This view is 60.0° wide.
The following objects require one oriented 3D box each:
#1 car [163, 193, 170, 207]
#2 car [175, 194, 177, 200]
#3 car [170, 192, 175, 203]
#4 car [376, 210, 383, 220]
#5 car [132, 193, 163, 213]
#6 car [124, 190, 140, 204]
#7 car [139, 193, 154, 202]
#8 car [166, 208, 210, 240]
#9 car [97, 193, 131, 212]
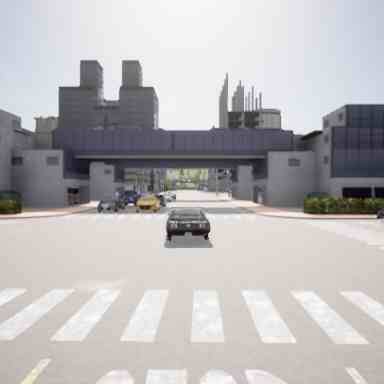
[{"bbox_3d":[-4.245,1.050,41.971,1.837,1.490,4.892,0,1,0],"label":"car"},{"bbox_3d":[-4.150,0.796,68.601,2.033,1.411,5.357,0,1,0],"label":"car"},{"bbox_3d":[-4.220,0.946,53.130,1.812,1.442,4.674,0,1,1],"label":"car"},{"bbox_3d":[14.983,1.323,21.416,5.357,1.411,2.033,0,1,2],"label":"car"},{"bbox_3d":[-4.246,1.128,32.537,1.882,1.535,5.008,0,1,0],"label":"car"},{"bbox_3d":[-7.744,0.762,42.417,2.150,2.045,5.566,0,1,0],"label":"car"},{"bbox_3d":[-7.686,0.905,56.780,1.812,1.442,4.674,0,1,0],"label":"car"},{"bbox_3d":[-0.251,1.435,16.085,1.895,1.301,4.718,0,1,-2],"label":"car"},{"bbox_3d":[-7.790,1.142,32.564,2.128,1.511,4.902,0,1,2],"label":"car"}]
